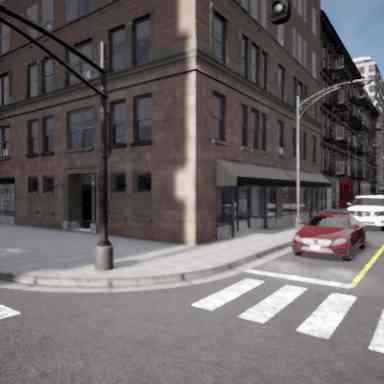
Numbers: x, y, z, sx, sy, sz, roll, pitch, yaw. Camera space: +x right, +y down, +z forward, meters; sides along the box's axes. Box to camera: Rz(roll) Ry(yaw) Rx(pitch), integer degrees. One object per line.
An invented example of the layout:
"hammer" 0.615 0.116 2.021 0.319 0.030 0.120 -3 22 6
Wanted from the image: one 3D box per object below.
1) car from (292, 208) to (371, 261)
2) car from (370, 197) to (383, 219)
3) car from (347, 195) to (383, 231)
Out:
"car" 5.288 1.521 12.541 1.812 1.442 4.674 0 0 35
"car" 17.170 1.342 29.293 2.097 1.767 4.553 0 0 36
"car" 11.192 1.216 20.888 2.150 2.045 5.566 0 0 35
